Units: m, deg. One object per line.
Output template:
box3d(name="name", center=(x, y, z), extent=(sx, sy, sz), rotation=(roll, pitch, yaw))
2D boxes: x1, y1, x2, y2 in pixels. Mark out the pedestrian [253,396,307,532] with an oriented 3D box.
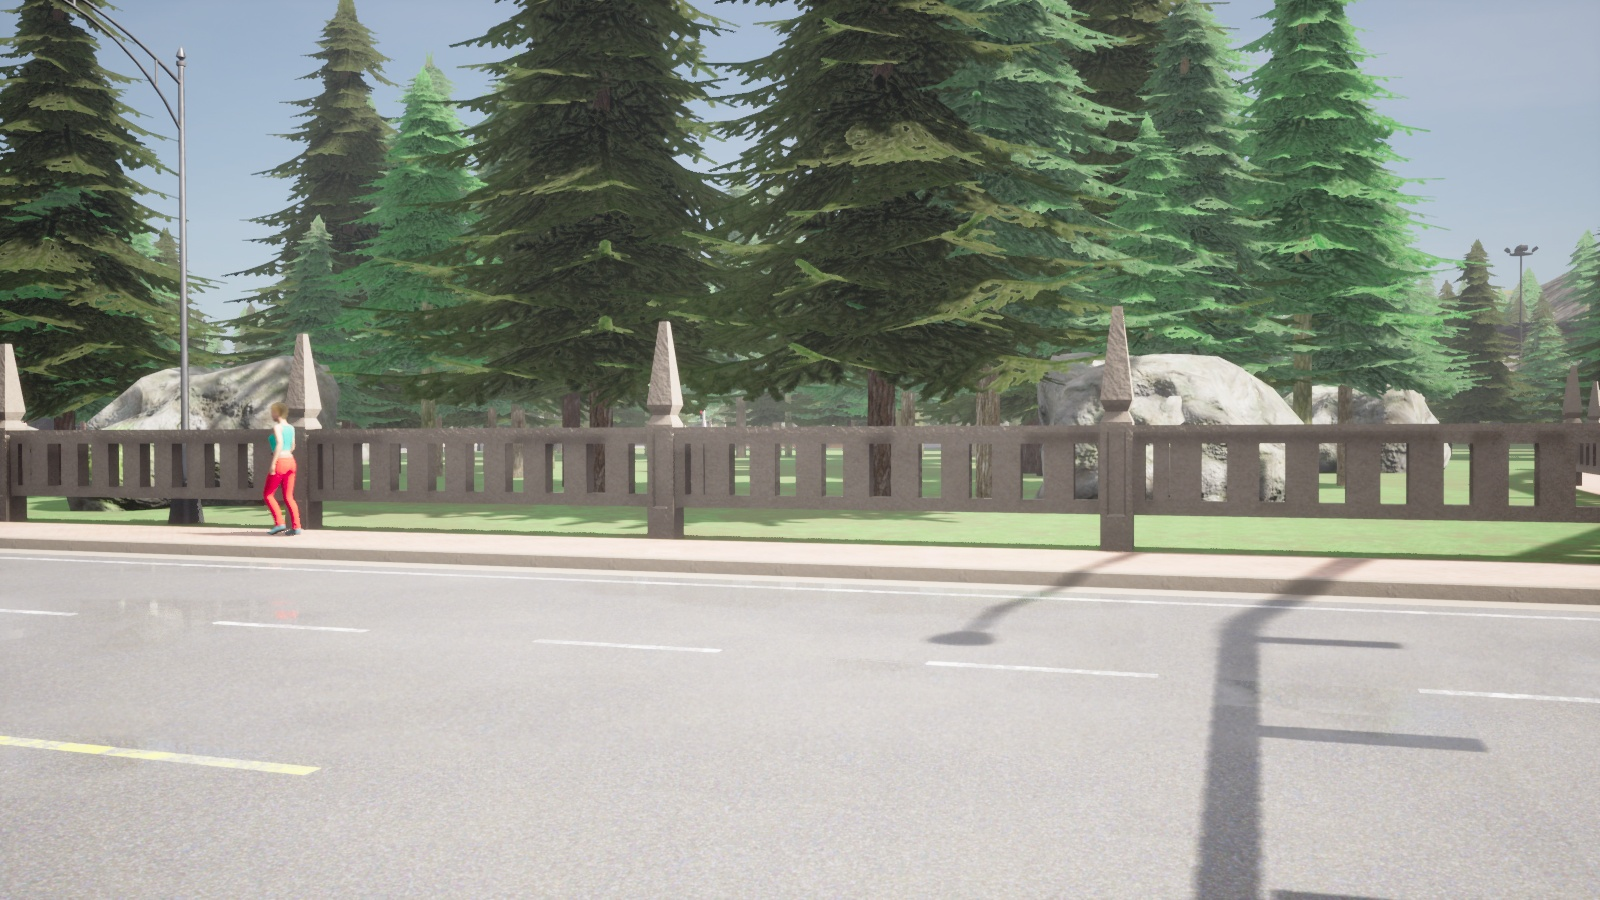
box3d(name="pedestrian", center=(-7.099, 0.184, 17.159), extent=(0.594, 1.836, 0.345), rotation=(0, 1, 17))
